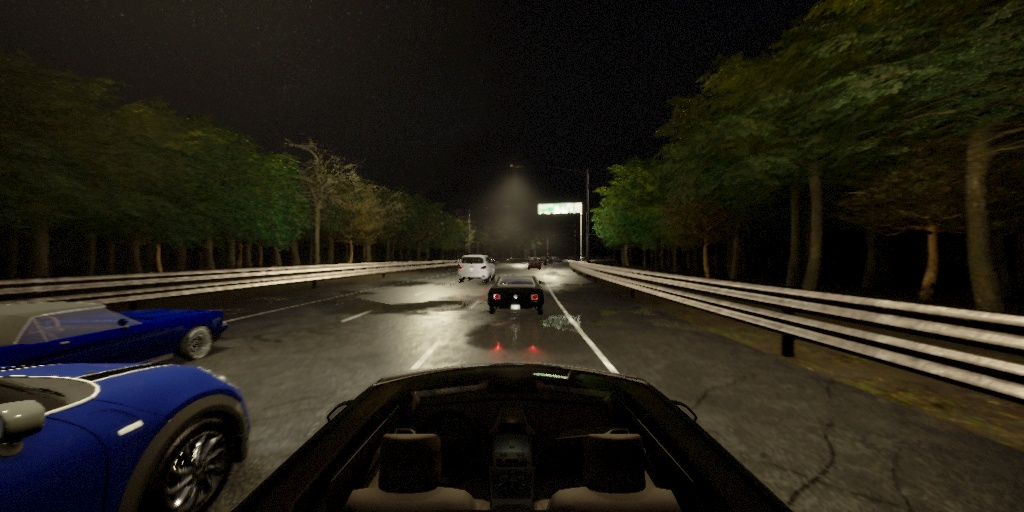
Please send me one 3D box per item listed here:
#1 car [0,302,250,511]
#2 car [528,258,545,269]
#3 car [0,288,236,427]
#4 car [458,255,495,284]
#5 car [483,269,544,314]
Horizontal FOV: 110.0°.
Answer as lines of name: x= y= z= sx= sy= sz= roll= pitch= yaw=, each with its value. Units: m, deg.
car: x=-3.379 y=1.094 z=1.296 sx=2.097 sy=1.767 sz=4.553 roll=0 pitch=0 yaw=0
car: x=3.466 y=1.269 z=53.907 sx=2.033 sy=1.411 sz=5.357 roll=0 pitch=0 yaw=8
car: x=-6.887 y=1.336 z=5.328 sx=1.895 sy=1.301 sz=4.718 roll=0 pitch=0 yaw=1
car: x=-2.581 y=0.958 z=27.225 sx=2.150 sy=2.045 sz=5.566 roll=0 pitch=0 yaw=4
car: x=0.190 y=1.352 z=13.776 sx=1.895 sy=1.301 sz=4.718 roll=0 pitch=0 yaw=2
